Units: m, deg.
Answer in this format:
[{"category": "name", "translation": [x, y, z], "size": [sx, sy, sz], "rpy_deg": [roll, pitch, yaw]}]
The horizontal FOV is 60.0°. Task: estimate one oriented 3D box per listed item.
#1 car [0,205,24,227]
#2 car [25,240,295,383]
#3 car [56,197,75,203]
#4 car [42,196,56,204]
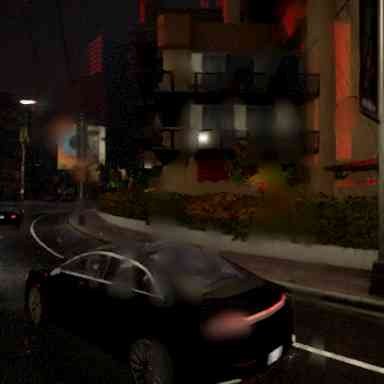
[{"category": "car", "translation": [-12.570, 1.585, 22.581], "size": [2.033, 1.411, 5.357], "rpy_deg": [0, 0, -24]}, {"category": "car", "translation": [-0.901, 1.513, 5.186], "size": [4.902, 1.511, 2.128], "rpy_deg": [0, 0, 42]}, {"category": "car", "translation": [-25.707, 1.642, 68.695], "size": [1.994, 1.385, 4.181], "rpy_deg": [0, 0, -1]}, {"category": "car", "translation": [-29.206, 1.551, 68.628], "size": [1.882, 1.535, 5.008], "rpy_deg": [0, 0, -1]}]
